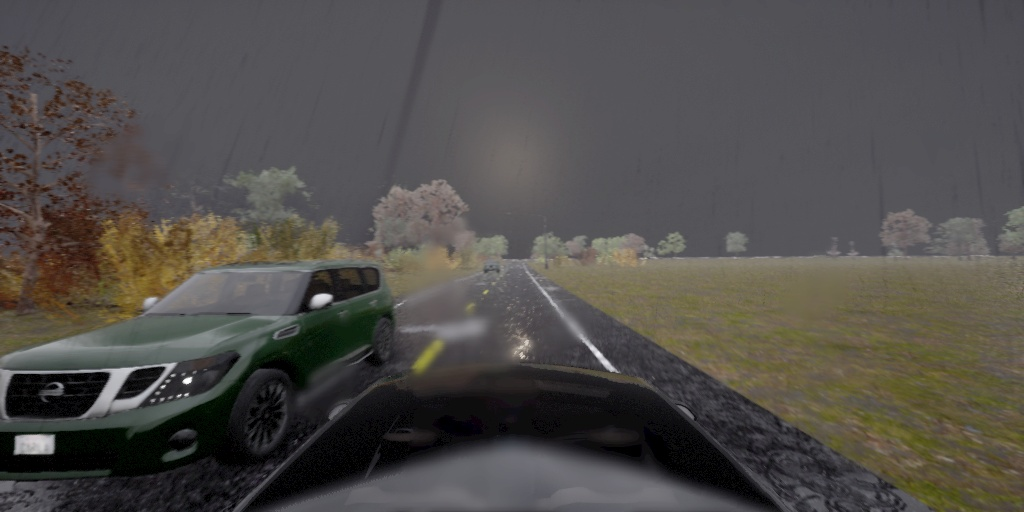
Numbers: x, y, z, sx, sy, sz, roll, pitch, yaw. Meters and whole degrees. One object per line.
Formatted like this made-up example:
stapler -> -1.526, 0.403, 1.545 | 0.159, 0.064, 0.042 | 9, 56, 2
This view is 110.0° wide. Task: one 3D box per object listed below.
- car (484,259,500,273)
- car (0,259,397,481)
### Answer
car -> -2.944, 1.489, 53.524 | 2.150, 2.045, 5.566 | -1, -1, 1
car -> -3.529, 1.081, 5.427 | 2.150, 2.045, 5.566 | -1, -1, 0
